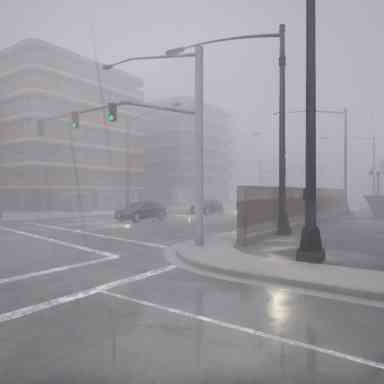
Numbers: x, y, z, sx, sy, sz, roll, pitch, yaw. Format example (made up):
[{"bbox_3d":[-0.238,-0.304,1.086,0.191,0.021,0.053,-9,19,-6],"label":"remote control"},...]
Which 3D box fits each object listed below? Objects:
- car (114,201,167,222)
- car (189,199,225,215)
[{"bbox_3d":[-3.966,1.505,26.333,1.837,1.490,4.892,0,0,35],"label":"car"},{"bbox_3d":[1.626,1.505,34.455,1.837,1.490,4.892,0,0,35],"label":"car"}]
